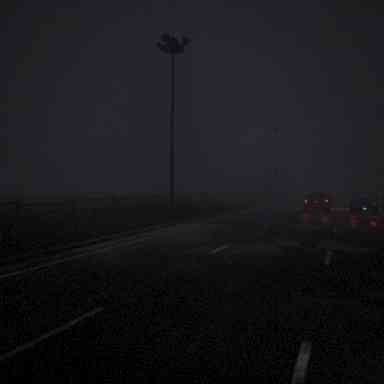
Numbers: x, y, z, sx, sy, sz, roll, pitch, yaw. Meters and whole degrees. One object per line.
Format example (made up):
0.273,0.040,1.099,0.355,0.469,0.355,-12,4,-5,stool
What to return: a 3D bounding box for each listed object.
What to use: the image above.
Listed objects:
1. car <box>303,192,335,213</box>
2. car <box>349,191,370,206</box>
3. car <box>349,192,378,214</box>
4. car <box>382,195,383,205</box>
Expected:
10.980,0.775,28.905,2.097,1.767,4.553,1,1,25,car
19.768,0.737,39.445,2.128,1.511,4.902,1,2,25,car
14.292,0.995,27.728,1.812,1.442,4.674,1,2,25,car
22.936,0.803,37.960,1.837,1.490,4.892,1,2,25,car
